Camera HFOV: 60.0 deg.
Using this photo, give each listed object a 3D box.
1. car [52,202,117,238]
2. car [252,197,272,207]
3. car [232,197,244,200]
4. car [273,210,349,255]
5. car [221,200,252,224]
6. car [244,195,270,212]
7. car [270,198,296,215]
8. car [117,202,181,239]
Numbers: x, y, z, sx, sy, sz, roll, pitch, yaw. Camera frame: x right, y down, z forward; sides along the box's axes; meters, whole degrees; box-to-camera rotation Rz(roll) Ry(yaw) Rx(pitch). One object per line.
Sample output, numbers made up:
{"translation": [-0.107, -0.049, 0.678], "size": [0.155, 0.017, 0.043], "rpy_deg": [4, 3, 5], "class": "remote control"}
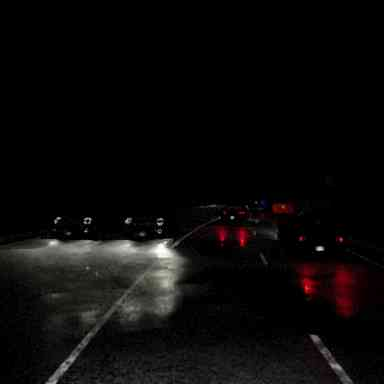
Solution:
{"translation": [-5.449, 1.372, 17.821], "size": [2.097, 1.767, 4.553], "rpy_deg": [0, 0, 9], "class": "car"}
{"translation": [12.206, 1.646, 57.873], "size": [1.882, 1.535, 5.008], "rpy_deg": [0, 0, 29], "class": "car"}
{"translation": [8.117, 1.670, 57.646], "size": [1.812, 1.442, 4.674], "rpy_deg": [0, 0, 28], "class": "car"}
{"translation": [4.669, 1.647, 13.557], "size": [1.895, 1.301, 4.718], "rpy_deg": [0, 0, 7], "class": "car"}
{"translation": [3.279, 1.593, 25.073], "size": [1.812, 1.442, 4.674], "rpy_deg": [0, 0, 13], "class": "car"}
{"translation": [8.576, 1.345, 41.786], "size": [2.150, 2.045, 5.566], "rpy_deg": [0, 0, 22], "class": "car"}
{"translation": [9.344, 1.464, 33.684], "size": [2.097, 1.767, 4.553], "rpy_deg": [0, 0, 17], "class": "car"}
{"translation": [-1.950, 1.384, 17.573], "size": [2.097, 1.767, 4.553], "rpy_deg": [0, 0, 9], "class": "car"}
